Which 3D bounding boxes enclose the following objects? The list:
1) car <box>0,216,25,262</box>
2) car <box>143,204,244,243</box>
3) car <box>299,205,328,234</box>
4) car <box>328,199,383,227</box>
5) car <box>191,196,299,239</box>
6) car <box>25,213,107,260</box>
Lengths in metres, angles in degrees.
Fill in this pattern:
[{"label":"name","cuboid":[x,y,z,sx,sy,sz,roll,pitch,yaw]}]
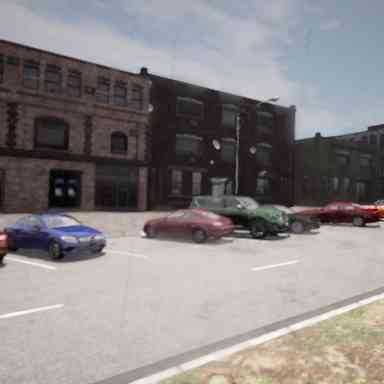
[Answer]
[{"label":"car","cuboid":[-7.676,1.512,10.627,4.674,1.452,2.002,-1,0,34]},{"label":"car","cuboid":[-0.233,1.507,15.797,4.674,1.452,2.002,-1,0,35]},{"label":"car","cuboid":[4.780,1.464,19.180,5.008,1.535,2.097,-1,-1,36]},{"label":"car","cuboid":[9.837,1.460,22.479,5.008,1.535,2.097,-1,-1,37]},{"label":"car","cuboid":[2.294,1.213,17.486,5.566,2.045,2.435,-1,-1,36]},{"label":"car","cuboid":[-5.206,1.510,12.373,4.674,1.452,2.002,-1,-1,35]}]
